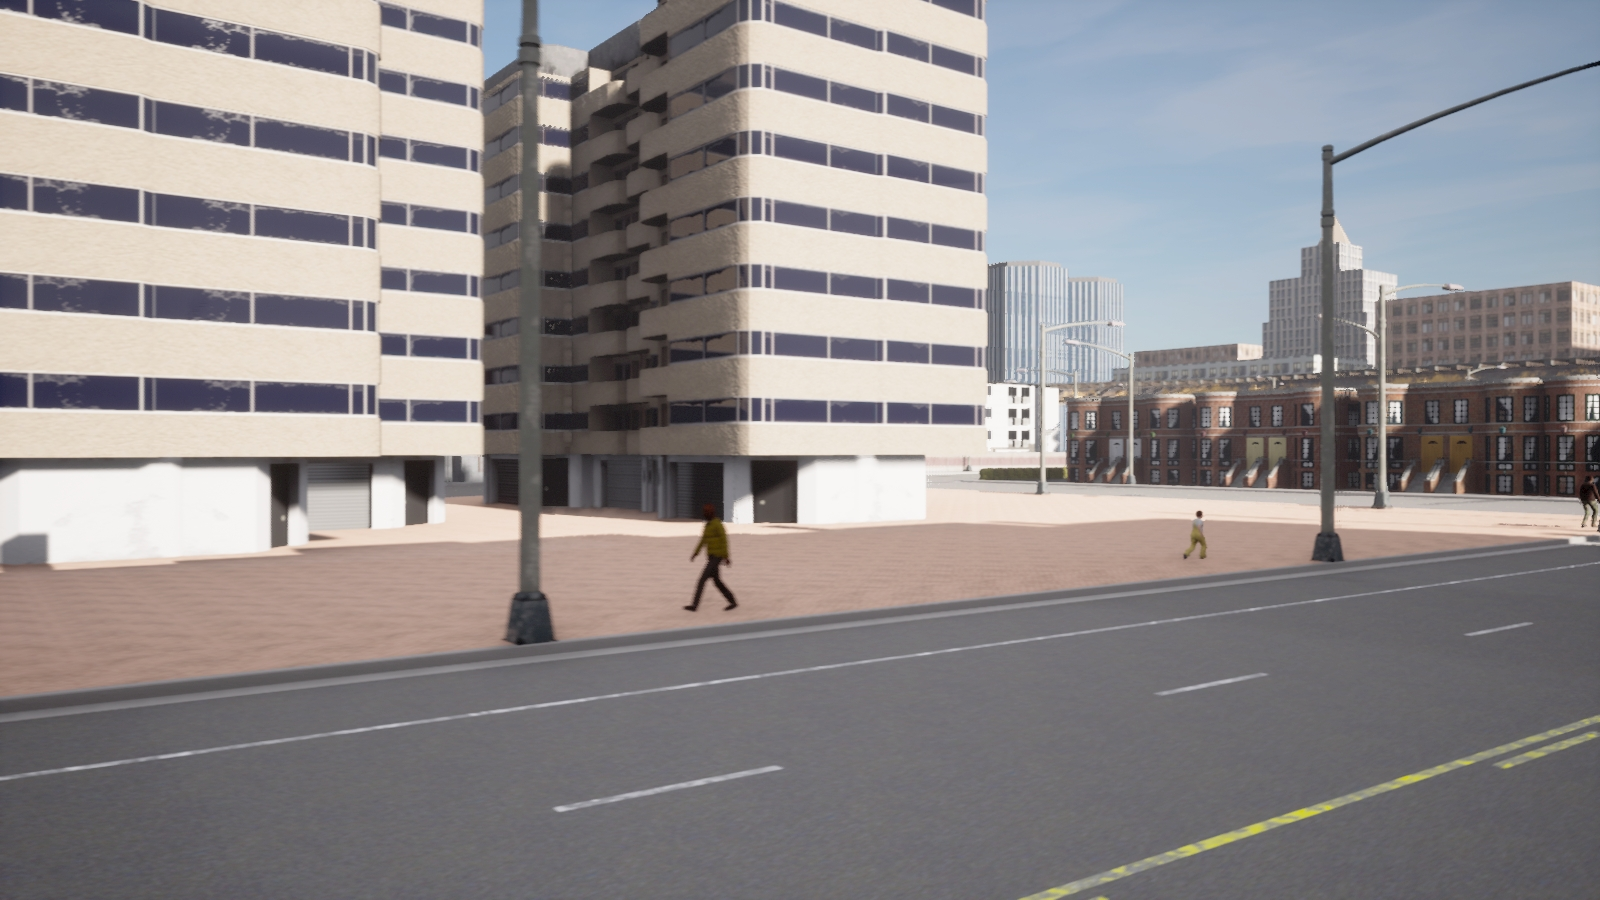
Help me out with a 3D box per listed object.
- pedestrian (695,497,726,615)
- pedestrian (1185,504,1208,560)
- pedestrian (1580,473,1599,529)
[{"bbox_3d":[-1.446,1.696,18.421,0.375,1.860,0.375,0,0,-29],"label":"pedestrian"},{"bbox_3d":[9.579,1.979,27.609,0.375,1.300,0.375,0,0,-25],"label":"pedestrian"},{"bbox_3d":[26.577,1.697,38.460,0.375,1.860,0.375,0,0,-24],"label":"pedestrian"}]
